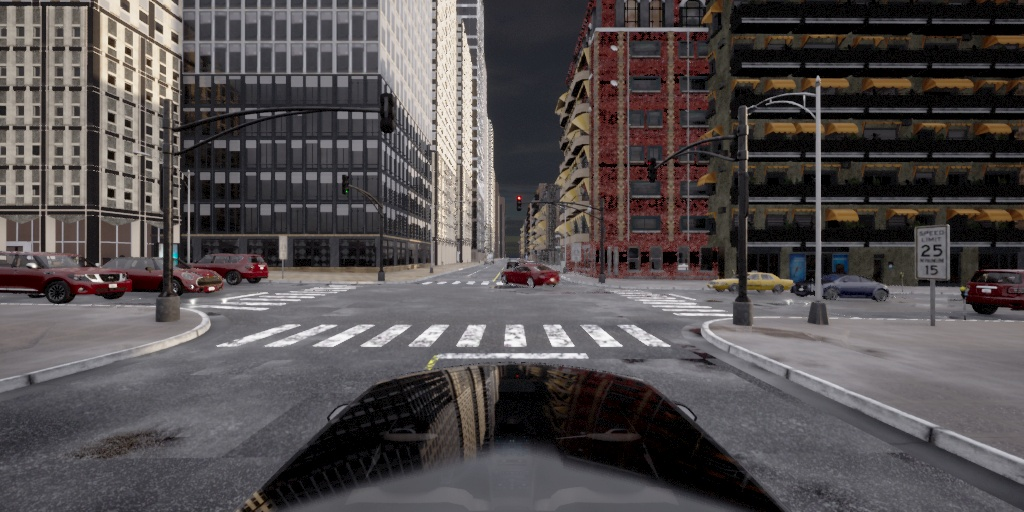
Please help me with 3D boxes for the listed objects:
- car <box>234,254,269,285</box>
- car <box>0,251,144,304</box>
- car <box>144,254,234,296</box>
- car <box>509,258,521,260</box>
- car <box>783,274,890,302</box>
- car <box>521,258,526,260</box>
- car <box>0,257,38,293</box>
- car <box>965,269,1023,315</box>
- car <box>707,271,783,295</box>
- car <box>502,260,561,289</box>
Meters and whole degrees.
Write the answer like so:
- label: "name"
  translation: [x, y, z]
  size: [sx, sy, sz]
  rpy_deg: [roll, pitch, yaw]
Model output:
- label: "car"
  translation: [-17.680, 0.776, 21.856]
  size: [5.009, 1.841, 2.192]
  rpy_deg: [0, 0, 0]
- label: "car"
  translation: [-17.558, 0.757, 13.477]
  size: [5.009, 1.841, 2.192]
  rpy_deg: [0, 0, 0]
- label: "car"
  translation: [-15.722, 0.835, 16.082]
  size: [4.553, 1.767, 2.097]
  rpy_deg: [1, 0, 0]
- label: "car"
  translation: [0.182, 1.246, 56.836]
  size: [1.882, 1.535, 5.008]
  rpy_deg: [0, 0, 0]
- label: "car"
  translation: [17.745, 1.672, 19.520]
  size: [4.181, 1.385, 1.994]
  rpy_deg: [1, 0, 0]
- label: "car"
  translation: [2.769, 1.317, 54.723]
  size: [2.007, 1.370, 4.403]
  rpy_deg: [0, 0, 0]
- label: "car"
  translation: [-24.941, 0.789, 16.018]
  size: [5.008, 1.535, 1.882]
  rpy_deg: [1, 0, -1]
- label: "car"
  translation: [20.616, 1.461, 13.785]
  size: [5.009, 1.841, 2.192]
  rpy_deg: [0, 0, 0]
- label: "car"
  translation: [14.660, 1.587, 22.090]
  size: [4.829, 1.417, 1.751]
  rpy_deg: [0, 0, 0]
- label: "car"
  translation: [1.168, 1.283, 24.360]
  size: [1.882, 1.535, 5.008]
  rpy_deg: [-1, 1, -34]
